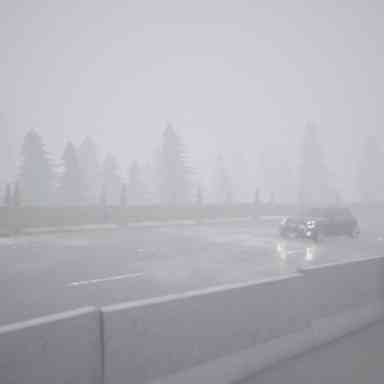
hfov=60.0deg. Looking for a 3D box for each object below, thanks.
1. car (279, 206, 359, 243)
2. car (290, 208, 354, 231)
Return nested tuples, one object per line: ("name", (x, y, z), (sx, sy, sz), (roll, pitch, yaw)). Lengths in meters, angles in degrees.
("car", (6.651, 1.533, 17.319), (4.553, 1.767, 2.097), (1, 0, -35))
("car", (9.250, 1.851, 23.474), (4.718, 1.301, 1.895), (1, -1, -35))
